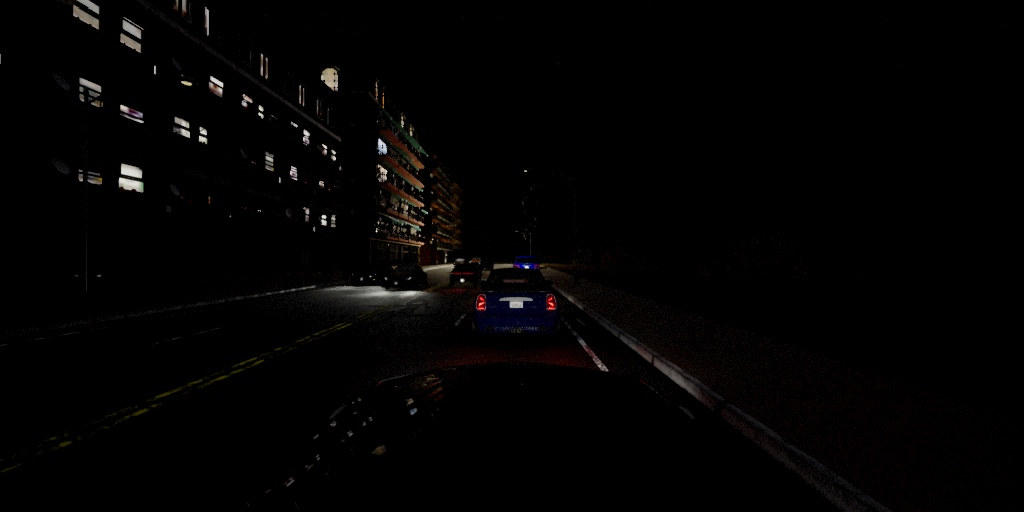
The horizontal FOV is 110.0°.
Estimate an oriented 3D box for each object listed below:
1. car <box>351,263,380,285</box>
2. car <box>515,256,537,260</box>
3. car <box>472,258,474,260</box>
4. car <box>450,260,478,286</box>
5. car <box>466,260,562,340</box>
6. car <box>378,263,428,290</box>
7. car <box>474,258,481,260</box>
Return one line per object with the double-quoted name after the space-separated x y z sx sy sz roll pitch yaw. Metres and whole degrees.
-9.854 1.258 25.900 1.837 1.490 4.892 0 0 0 "car"
1.135 0.979 30.053 2.150 2.045 5.566 0 0 0 "car"
-6.556 1.103 65.109 2.097 1.767 4.553 0 0 0 "car"
-3.153 1.260 25.112 1.837 1.490 4.892 0 1 0 "car"
0.097 1.103 10.099 2.097 1.767 4.553 0 0 0 "car"
-6.604 1.279 22.737 1.812 1.442 4.674 0 0 0 "car"
-3.154 1.244 43.854 2.128 1.511 4.902 0 0 0 "car"
